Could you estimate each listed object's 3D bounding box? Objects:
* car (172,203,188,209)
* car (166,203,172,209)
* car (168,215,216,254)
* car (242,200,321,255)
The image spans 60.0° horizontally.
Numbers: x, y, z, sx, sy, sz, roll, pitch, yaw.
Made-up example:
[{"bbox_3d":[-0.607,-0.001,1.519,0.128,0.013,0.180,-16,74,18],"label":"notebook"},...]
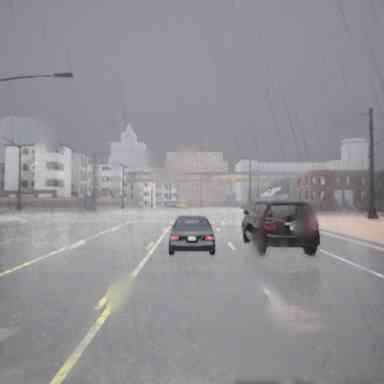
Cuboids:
[{"bbox_3d":[-2.692,3.781,89.776,1.882,1.535,5.008,-1,-2,22],"label":"car"},{"bbox_3d":[-5.559,3.898,91.951,1.812,1.442,4.674,-1,-2,25],"label":"car"},{"bbox_3d":[0.001,1.686,14.014,2.033,1.411,5.357,0,-1,0],"label":"car"},{"bbox_3d":[3.501,1.355,14.031,2.150,2.045,5.566,0,-1,0],"label":"car"}]
